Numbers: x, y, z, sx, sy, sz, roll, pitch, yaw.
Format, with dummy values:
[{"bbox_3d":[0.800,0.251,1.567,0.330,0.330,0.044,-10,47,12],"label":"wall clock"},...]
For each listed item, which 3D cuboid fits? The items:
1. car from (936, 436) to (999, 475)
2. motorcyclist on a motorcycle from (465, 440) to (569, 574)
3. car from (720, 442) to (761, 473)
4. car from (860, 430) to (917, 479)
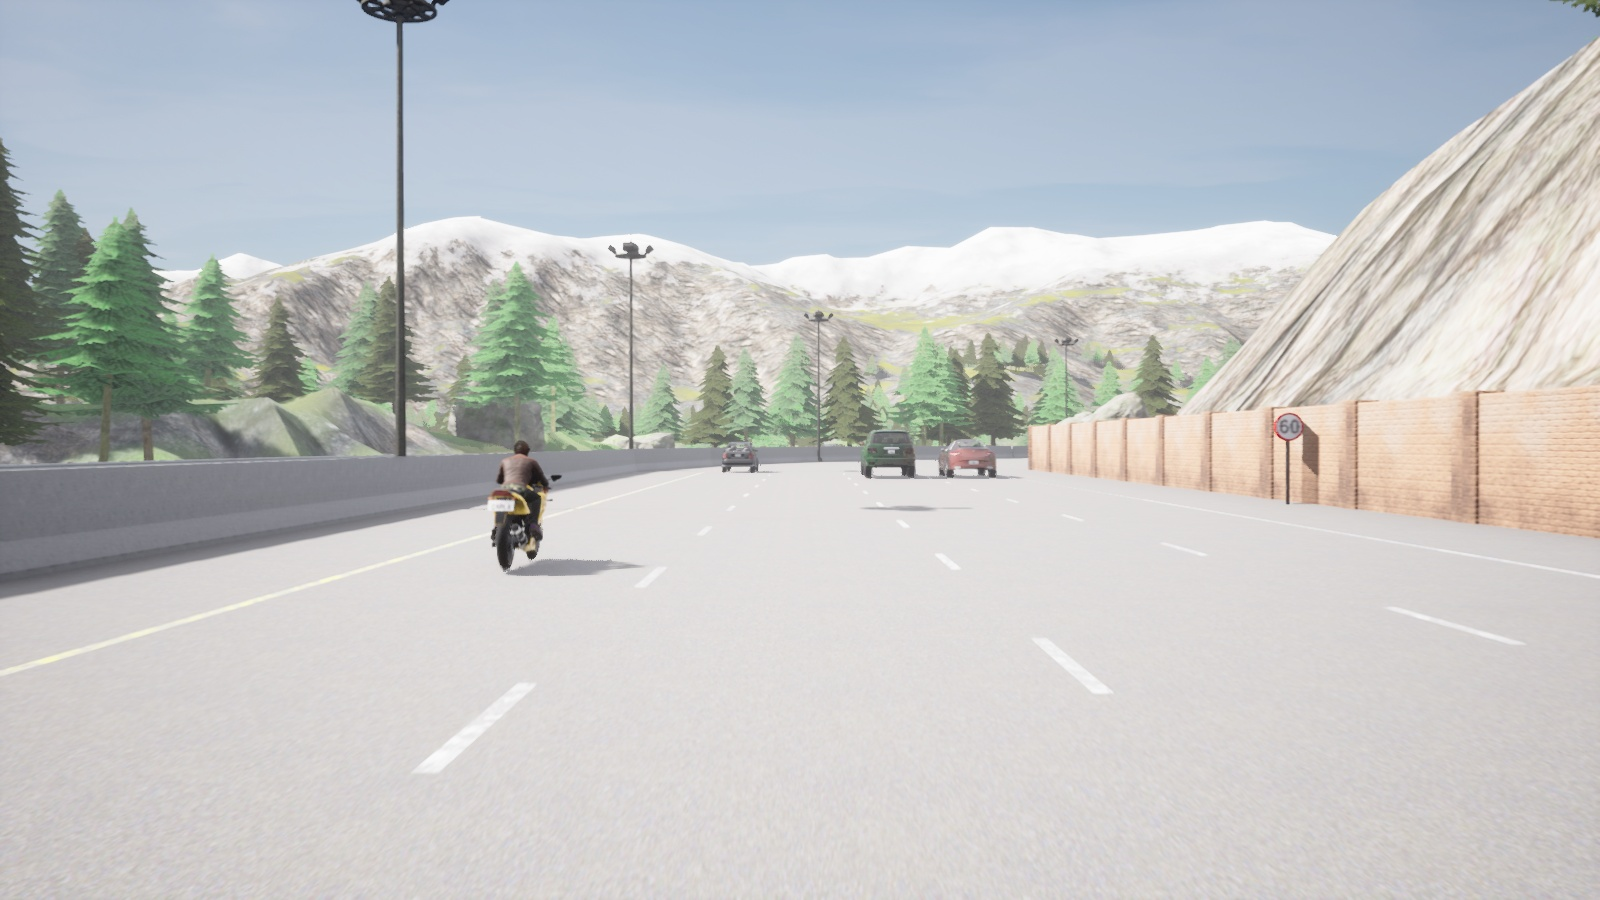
[{"bbox_3d":[7.321,0.219,55.332,2.152,1.651,5.027,0,0,0],"label":"car"},{"bbox_3d":[-3.400,0.640,15.296,0.797,1.523,2.044,0,0,0],"label":"motorcyclist on a motorcycle"},{"bbox_3d":[-3.049,0.357,64.838,1.789,1.549,3.705,0,0,2],"label":"car"},{"bbox_3d":[3.820,0.158,55.016,2.150,2.045,5.566,0,0,0],"label":"car"}]
